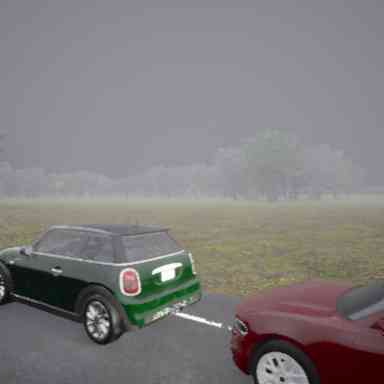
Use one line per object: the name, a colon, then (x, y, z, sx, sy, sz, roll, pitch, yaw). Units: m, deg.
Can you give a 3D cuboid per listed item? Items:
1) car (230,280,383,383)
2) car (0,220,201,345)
car: (2.753, 1.493, 3.187, 5.008, 1.535, 1.882, 0, 0, 36)
car: (-2.122, 1.378, 6.668, 4.553, 1.767, 2.097, 0, 0, 35)
